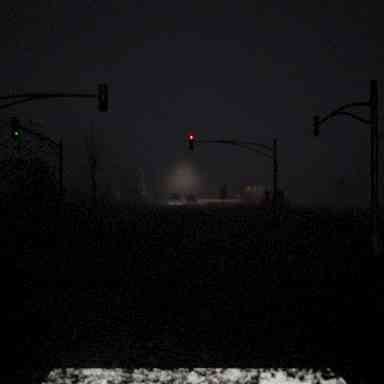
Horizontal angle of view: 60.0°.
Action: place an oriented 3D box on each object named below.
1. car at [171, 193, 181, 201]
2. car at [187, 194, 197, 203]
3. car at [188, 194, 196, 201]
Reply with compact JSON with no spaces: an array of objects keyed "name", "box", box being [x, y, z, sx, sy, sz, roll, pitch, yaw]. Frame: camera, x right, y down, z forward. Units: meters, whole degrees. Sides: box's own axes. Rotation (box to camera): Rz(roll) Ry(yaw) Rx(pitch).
[{"name":"car","box":[-3.564,1.092,72.713,1.837,1.490,4.892,0,0,0]},{"name":"car","box":[-0.060,1.327,68.511,2.097,1.767,4.553,0,0,0]},{"name":"car","box":[-0.069,1.314,78.546,1.837,1.490,4.892,0,0,0]}]
